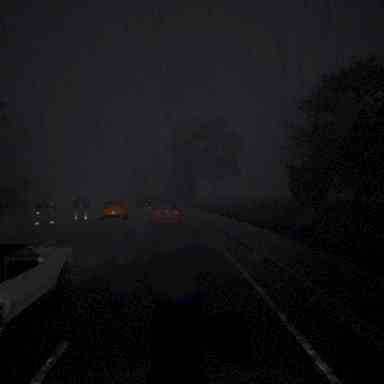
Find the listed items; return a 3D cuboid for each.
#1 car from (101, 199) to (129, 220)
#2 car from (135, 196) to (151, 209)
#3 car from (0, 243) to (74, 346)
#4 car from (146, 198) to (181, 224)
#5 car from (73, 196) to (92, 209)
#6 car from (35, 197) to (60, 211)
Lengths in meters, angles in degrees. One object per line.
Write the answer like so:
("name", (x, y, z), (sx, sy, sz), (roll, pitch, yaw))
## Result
("car", (-6.054, 1.284, 26.135), (1.882, 1.535, 5.008), (0, 0, -11))
("car", (-5.920, 1.190, 40.743), (2.128, 1.511, 4.902), (0, 0, -16))
("car", (-3.647, 1.560, 5.868), (1.895, 1.301, 4.718), (0, 0, -3))
("car", (-1.928, 1.374, 23.127), (2.033, 1.411, 5.357), (0, 0, -9))
("car", (-12.966, 1.198, 39.273), (2.128, 1.511, 4.902), (0, 0, -16))
("car", (-15.836, 1.252, 36.561), (1.812, 1.442, 4.674), (0, 0, -16))
